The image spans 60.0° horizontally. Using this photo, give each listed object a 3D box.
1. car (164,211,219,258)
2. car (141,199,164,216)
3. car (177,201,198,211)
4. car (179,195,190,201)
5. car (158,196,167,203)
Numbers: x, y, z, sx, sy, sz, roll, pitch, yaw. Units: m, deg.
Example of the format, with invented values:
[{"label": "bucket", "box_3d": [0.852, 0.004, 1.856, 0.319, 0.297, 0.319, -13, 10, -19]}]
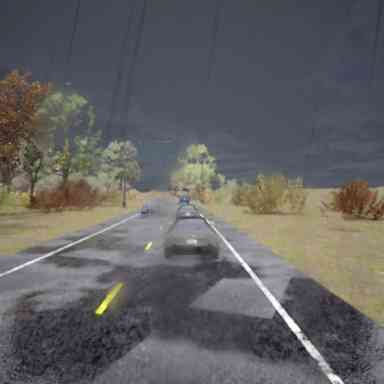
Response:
[{"label": "car", "box_3d": [-0.032, 1.656, 13.206, 1.994, 1.385, 4.181, 0, 0, -1]}, {"label": "car", "box_3d": [-4.336, 1.804, 35.710, 1.994, 1.385, 4.181, 0, 0, -2]}, {"label": "car", "box_3d": [-0.403, 1.760, 28.889, 1.994, 1.385, 4.181, 0, 0, -2]}, {"label": "car", "box_3d": [-1.688, 1.654, 72.505, 2.150, 2.045, 5.566, 0, 0, -5]}, {"label": "car", "box_3d": [-6.802, 1.725, 77.025, 1.837, 1.490, 4.892, 0, 0, -5]}]
